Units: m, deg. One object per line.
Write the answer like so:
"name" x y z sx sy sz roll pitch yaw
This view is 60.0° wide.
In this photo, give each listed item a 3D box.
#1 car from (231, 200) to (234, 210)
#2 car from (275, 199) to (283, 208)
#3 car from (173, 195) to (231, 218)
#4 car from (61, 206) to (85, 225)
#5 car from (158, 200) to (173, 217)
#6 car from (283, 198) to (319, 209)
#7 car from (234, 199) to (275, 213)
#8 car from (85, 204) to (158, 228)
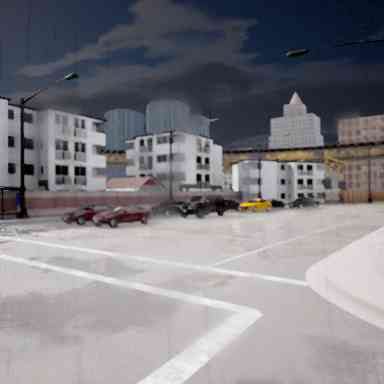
"car" 4.048 1.621 40.375 1.812 1.442 4.674 -1 0 40
"car" 11.238 1.632 47.140 4.181 1.385 1.994 0 0 -34
"car" 1.051 1.307 31.200 2.150 2.045 5.566 -1 0 38
"car" -7.676 1.652 25.596 1.812 1.442 4.674 -1 0 37
"car" -2.112 1.617 32.779 1.837 1.490 4.892 -1 0 38
"car" 15.315 1.541 45.748 4.892 1.490 1.837 0 0 -30
"car" 7.422 1.545 38.943 1.882 1.535 5.008 -1 0 41
"car" -4.861 1.627 23.517 1.812 1.442 4.674 -1 0 37
